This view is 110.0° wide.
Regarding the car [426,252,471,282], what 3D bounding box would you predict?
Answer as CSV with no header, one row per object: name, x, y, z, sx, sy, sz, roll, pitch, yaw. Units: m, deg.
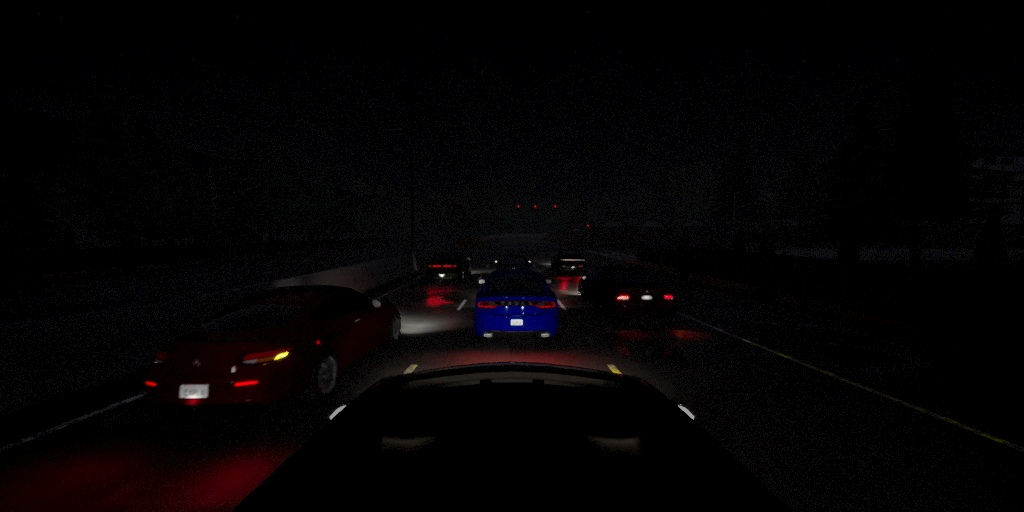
car,-3.450,0.517,19.959,1.837,1.490,4.892,0,4,0

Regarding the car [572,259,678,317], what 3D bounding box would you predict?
car,3.584,1.048,12.069,2.033,1.411,5.357,0,3,0

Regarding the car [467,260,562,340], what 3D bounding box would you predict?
car,0.089,1.078,9.587,1.882,1.535,5.008,0,2,0

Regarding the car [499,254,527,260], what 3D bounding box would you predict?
car,0.055,0.606,19.294,2.033,1.411,5.357,0,4,0

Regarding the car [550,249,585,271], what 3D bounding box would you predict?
car,3.576,0.283,23.134,2.128,1.511,4.902,0,4,1

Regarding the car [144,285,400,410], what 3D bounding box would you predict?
car,-3.404,1.224,6.131,1.812,1.442,4.674,0,1,0
